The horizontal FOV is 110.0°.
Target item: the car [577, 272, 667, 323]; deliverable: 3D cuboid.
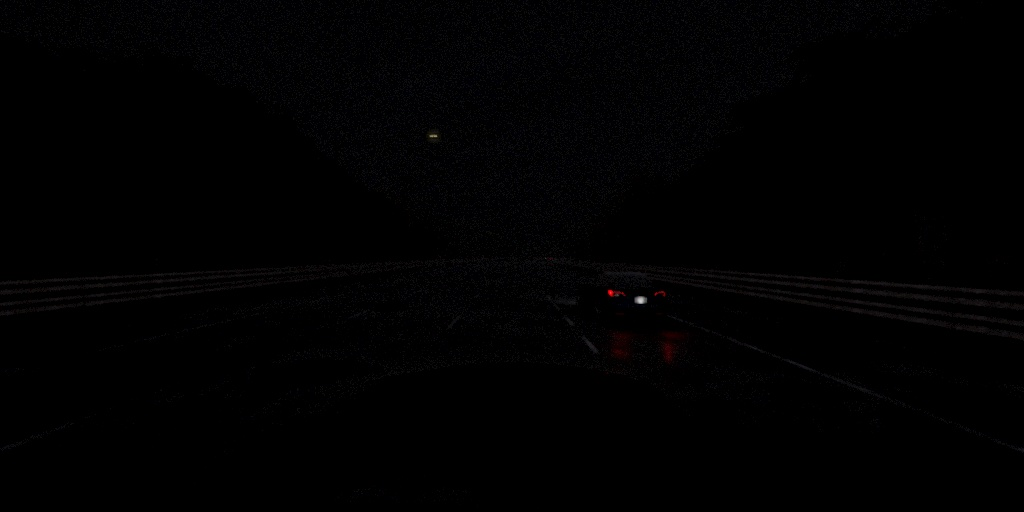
[{"bbox_3d":[3.542,1.255,12.226,2.163,1.488,4.792,0,0,0],"label":"car"}]
